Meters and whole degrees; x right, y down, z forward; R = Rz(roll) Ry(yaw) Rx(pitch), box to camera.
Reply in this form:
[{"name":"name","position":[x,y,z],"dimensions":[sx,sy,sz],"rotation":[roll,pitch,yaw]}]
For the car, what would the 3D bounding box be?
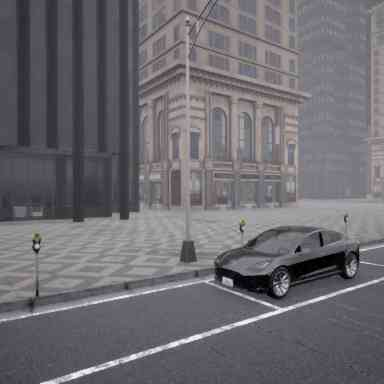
[{"name":"car","position":[2.546,1.565,8.452],"dimensions":[4.313,1.339,1.947],"rotation":[0,0,-35]}]
